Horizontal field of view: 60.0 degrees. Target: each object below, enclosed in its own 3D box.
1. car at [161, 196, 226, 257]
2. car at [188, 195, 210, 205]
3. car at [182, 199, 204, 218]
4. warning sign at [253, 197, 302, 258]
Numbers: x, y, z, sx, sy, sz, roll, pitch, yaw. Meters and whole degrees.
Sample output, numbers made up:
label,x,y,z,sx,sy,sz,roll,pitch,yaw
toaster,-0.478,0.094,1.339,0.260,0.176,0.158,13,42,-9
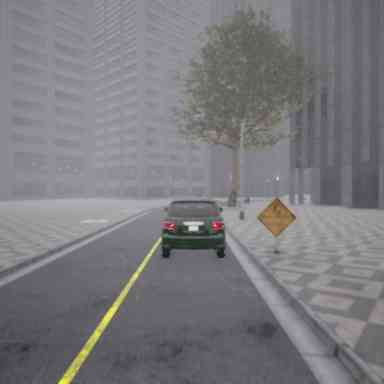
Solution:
label,x,y,z,sx,sy,sz,roll,pitch,yaw
car,0.067,1.202,13.007,2.150,2.045,5.566,0,0,0
car,1.177,1.301,53.268,1.812,1.442,4.674,0,1,23
car,0.095,1.438,29.995,1.812,1.442,4.674,0,0,1
warning sign,2.723,1.101,10.748,1.300,1.860,1.060,0,1,0
